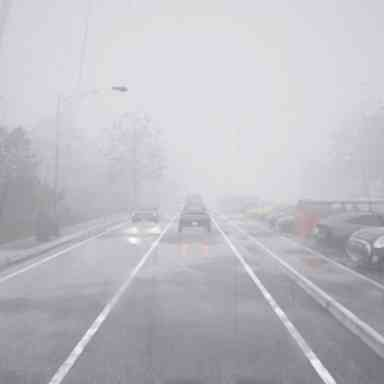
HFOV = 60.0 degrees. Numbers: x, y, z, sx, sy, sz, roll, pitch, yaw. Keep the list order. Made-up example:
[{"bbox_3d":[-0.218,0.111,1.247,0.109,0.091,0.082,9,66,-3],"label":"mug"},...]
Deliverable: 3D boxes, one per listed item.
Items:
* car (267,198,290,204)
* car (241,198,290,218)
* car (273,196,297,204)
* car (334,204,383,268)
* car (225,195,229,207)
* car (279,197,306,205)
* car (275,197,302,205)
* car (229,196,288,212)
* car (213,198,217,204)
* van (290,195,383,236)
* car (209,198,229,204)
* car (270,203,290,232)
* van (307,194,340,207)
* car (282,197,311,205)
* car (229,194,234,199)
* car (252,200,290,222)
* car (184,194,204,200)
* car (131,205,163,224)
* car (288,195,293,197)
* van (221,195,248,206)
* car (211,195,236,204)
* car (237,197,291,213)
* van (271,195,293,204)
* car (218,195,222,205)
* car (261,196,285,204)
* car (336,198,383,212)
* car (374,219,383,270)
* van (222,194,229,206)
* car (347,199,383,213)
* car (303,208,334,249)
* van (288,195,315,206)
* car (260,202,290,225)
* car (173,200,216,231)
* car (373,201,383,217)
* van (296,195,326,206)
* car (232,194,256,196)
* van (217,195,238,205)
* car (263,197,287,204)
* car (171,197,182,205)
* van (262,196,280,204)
[{"bbox_3d":[20.523,2.076,78.864,4.892,1.521,2.231,0,-1,0],"label":"car"},{"bbox_3d":[6.913,1.516,26.441,5.366,1.575,1.946,0,0,0],"label":"car"},{"bbox_3d":[20.461,1.847,73.328,4.553,1.767,2.185,0,-1,0],"label":"car"},{"bbox_3d":[7.018,1.354,9.785,4.553,1.767,2.185,0,0,0],"label":"car"},{"bbox_3d":[7.204,1.561,43.097,5.008,1.535,2.097,0,0,0],"label":"car"},{"bbox_3d":[20.450,1.869,67.785,5.008,1.535,2.097,0,-1,0],"label":"car"},{"bbox_3d":[20.469,1.923,70.680,5.008,1.535,2.097,0,-1,0],"label":"car"},{"bbox_3d":[6.969,1.537,34.769,5.366,1.575,1.946,0,0,0],"label":"car"},{"bbox_3d":[7.382,1.877,68.059,5.008,1.535,2.097,0,-1,0],"label":"car"},{"bbox_3d":[7.141,1.265,15.335,4.442,1.987,1.878,0,0,0],"label":"van"},{"bbox_3d":[7.340,2.337,90.249,5.366,1.575,1.946,0,-1,0],"label":"car"},{"bbox_3d":[7.014,1.527,18.111,4.792,1.488,2.163,0,0,0],"label":"car"},{"bbox_3d":[20.228,1.352,51.321,4.442,1.987,1.878,0,-1,0],"label":"van"},{"bbox_3d":[20.431,1.818,65.015,4.892,1.521,2.231,0,-1,0],"label":"car"},{"bbox_3d":[7.160,1.429,40.321,4.553,1.767,2.185,0,0,0],"label":"car"},{"bbox_3d":[7.051,1.542,23.664,4.792,1.488,2.163,0,0,0],"label":"car"},{"bbox_3d":[0.250,1.287,40.920,2.150,2.045,5.566,0,-1,0],"label":"car"},{"bbox_3d":[-3.278,1.619,24.815,1.895,1.301,4.718,0,0,0],"label":"car"},{"bbox_3d":[20.215,1.711,59.476,5.366,1.575,1.946,0,-1,0],"label":"car"},{"bbox_3d":[7.186,1.445,56.961,4.442,1.987,1.878,0,-1,0],"label":"van"},{"bbox_3d":[7.423,1.833,79.166,5.566,2.045,2.435,0,-1,0],"label":"car"},{"bbox_3d":[7.129,1.534,31.992,4.892,1.521,2.231,0,0,0],"label":"car"},{"bbox_3d":[20.627,1.798,76.098,4.442,1.987,1.878,0,-1,0],"label":"van"},{"bbox_3d":[7.294,1.331,51.425,5.566,2.045,2.435,0,0,0],"label":"car"},{"bbox_3d":[20.594,1.935,84.404,5.566,2.045,2.435,0,-1,0],"label":"car"},{"bbox_3d":[20.264,1.549,40.107,5.008,1.535,2.097,0,0,0],"label":"car"},{"bbox_3d":[6.962,1.479,7.006,4.892,1.521,2.231,0,0,0],"label":"car"},{"bbox_3d":[7.130,1.350,48.650,4.442,1.987,1.878,0,0,0],"label":"van"},{"bbox_3d":[20.249,1.582,37.336,4.674,1.452,2.002,0,0,0],"label":"car"},{"bbox_3d":[7.035,1.513,12.558,4.792,1.488,2.163,0,0,0],"label":"car"},{"bbox_3d":[20.535,1.540,62.249,4.442,1.987,1.878,0,-1,0],"label":"van"},{"bbox_3d":[7.032,1.535,20.887,4.792,1.488,2.163,0,0,0],"label":"car"},{"bbox_3d":[0.155,1.503,20.541,2.128,1.511,4.902,0,0,0],"label":"car"},{"bbox_3d":[20.218,1.568,31.921,4.674,1.452,2.002,0,0,0],"label":"car"},{"bbox_3d":[20.264,1.437,56.712,4.442,1.987,1.878,0,-1,0],"label":"van"},{"bbox_3d":[7.141,1.422,37.545,4.553,1.767,2.185,0,0,0],"label":"car"},{"bbox_3d":[7.512,1.704,70.838,4.442,1.987,1.878,0,-1,0],"label":"van"},{"bbox_3d":[20.363,2.126,81.632,5.366,1.575,1.946,0,-1,0],"label":"car"},{"bbox_3d":[-2.964,1.726,66.765,2.097,1.767,4.553,0,-1,1],"label":"car"},{"bbox_3d":[20.703,2.031,87.294,4.442,1.987,1.878,0,-1,0],"label":"van"}]
